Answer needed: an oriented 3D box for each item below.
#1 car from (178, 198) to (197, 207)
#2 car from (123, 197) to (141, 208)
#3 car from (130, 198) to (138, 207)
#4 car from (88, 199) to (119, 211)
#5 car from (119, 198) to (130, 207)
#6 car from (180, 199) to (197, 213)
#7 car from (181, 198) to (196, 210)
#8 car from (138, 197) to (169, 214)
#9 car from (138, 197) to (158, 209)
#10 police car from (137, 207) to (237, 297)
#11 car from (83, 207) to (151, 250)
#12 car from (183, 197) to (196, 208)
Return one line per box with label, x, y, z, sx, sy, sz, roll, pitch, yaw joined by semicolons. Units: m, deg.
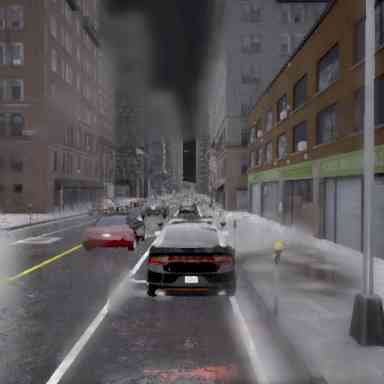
car;-0.393;1.565;33.084;1.947;1.339;4.313;-1;0;0
car;-8.919;1.549;49.600;1.887;1.381;4.507;-1;0;0
car;-8.918;1.553;44.094;2.008;1.369;4.403;-1;0;0
car;-8.920;1.439;33.084;1.967;1.590;4.097;-1;0;0
car;-8.918;1.566;38.589;1.947;1.339;4.313;-1;0;0
car;-0.393;1.545;38.589;1.887;1.381;4.507;-1;0;0
car;-0.394;1.547;44.094;1.887;1.381;4.507;-1;0;0
car;-3.145;1.365;29.192;2.097;1.767;4.553;0;0;0
car;-6.145;1.525;47.223;2.128;1.511;4.902;0;0;0
police car;-0.011;1.422;8.761;1.930;1.638;5.238;0;0;0
car;-3.145;1.570;14.220;1.994;1.385;4.181;0;0;0
car;-0.394;1.549;49.600;1.887;1.381;4.507;-1;0;0
